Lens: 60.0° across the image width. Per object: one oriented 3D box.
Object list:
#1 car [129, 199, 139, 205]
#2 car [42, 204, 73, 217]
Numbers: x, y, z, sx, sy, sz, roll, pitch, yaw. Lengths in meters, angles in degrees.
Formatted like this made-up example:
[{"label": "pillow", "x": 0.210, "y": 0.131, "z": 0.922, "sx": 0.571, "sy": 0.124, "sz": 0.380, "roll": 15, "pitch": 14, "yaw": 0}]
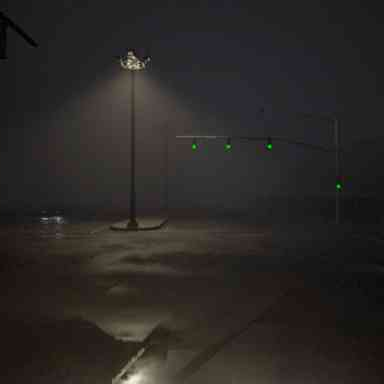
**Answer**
[{"label": "car", "x": -14.775, "y": 2.536, "z": 84.275, "sx": 1.882, "sy": 1.535, "sz": 5.008, "roll": 0, "pitch": -1, "yaw": 0}, {"label": "car", "x": -15.010, "y": 2.055, "z": 37.466, "sx": 1.812, "sy": 1.442, "sz": 4.674, "roll": 0, "pitch": 0, "yaw": 0}]
